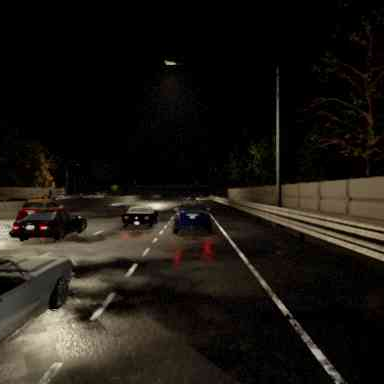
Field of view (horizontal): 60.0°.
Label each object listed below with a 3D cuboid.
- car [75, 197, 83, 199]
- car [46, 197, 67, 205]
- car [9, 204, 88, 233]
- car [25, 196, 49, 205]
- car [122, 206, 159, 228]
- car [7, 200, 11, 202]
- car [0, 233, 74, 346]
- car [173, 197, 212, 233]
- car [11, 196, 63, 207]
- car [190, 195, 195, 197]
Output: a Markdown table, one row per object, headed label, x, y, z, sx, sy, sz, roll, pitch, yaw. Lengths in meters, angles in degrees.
| label | x | y | z | sx | sy | sz | roll | pitch | yaw |
| --- | --- | --- | --- | --- | --- | --- | --- | --- | --- |
| car | -20.896 | 1.631 | 61.603 | 1.994 | 1.385 | 4.181 | 0 | 0 | 1 |
| car | -24.386 | 1.674 | 60.089 | 1.895 | 1.301 | 4.718 | 0 | 0 | 0 |
| car | -6.876 | 1.556 | 16.570 | 2.033 | 1.411 | 5.357 | 0 | 0 | 0 |
| car | -27.887 | 1.553 | 60.018 | 1.882 | 1.535 | 5.008 | 0 | 0 | 0 |
| car | -3.358 | 1.607 | 22.462 | 1.895 | 1.301 | 4.718 | 0 | 0 | 0 |
| car | -31.383 | 1.633 | 59.870 | 1.994 | 1.385 | 4.181 | 0 | 0 | 0 |
| car | -3.400 | 1.604 | 4.871 | 1.895 | 1.301 | 4.718 | 0 | 0 | 0 |
| car | 0.034 | 1.354 | 19.841 | 2.097 | 1.767 | 4.553 | 0 | 0 | 0 |
| car | -10.362 | 1.365 | 23.519 | 2.097 | 1.767 | 4.553 | 0 | 0 | 0 |
| car | 0.202 | 1.681 | 94.598 | 2.128 | 1.511 | 4.902 | 0 | 0 | 2 |
